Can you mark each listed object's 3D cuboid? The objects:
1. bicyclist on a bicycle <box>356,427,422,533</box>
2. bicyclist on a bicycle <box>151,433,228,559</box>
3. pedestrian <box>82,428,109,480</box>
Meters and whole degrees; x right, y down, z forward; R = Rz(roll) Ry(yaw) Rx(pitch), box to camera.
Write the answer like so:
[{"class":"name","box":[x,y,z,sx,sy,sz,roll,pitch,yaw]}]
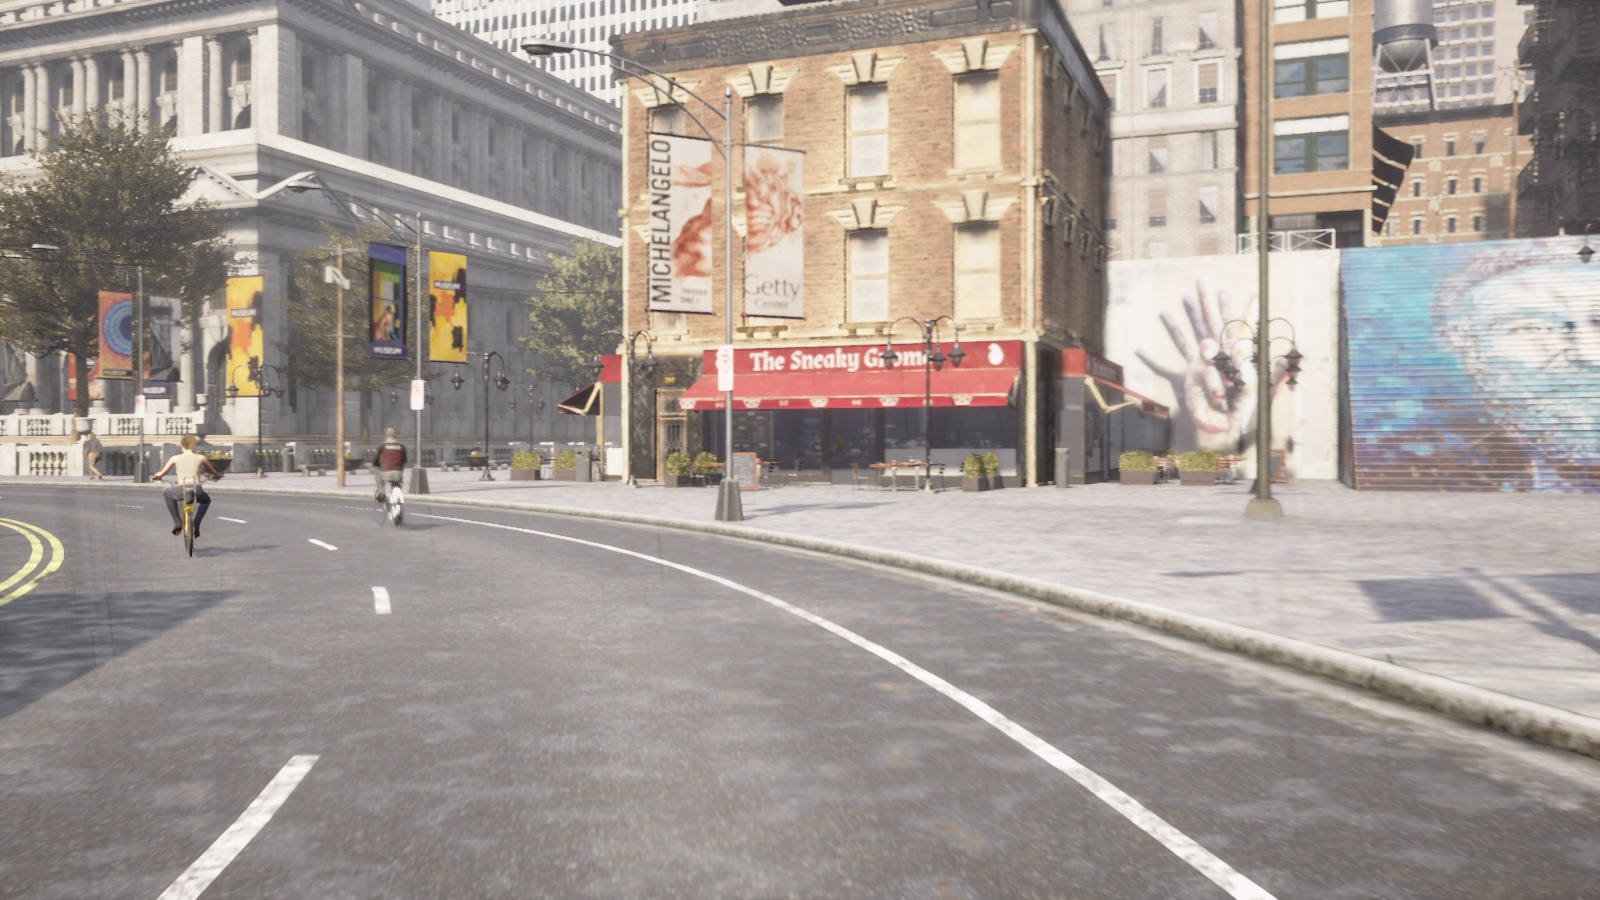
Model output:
[{"class":"bicyclist on a bicycle","box":[-7.230,0.493,22.045,0.659,1.776,1.843,-1,1,-33]},{"class":"bicyclist on a bicycle","box":[-8.312,0.587,17.062,0.866,1.612,1.509,-1,1,-28]},{"class":"pedestrian","box":[-25.492,0.148,45.447,0.694,1.848,0.540,0,0,24]}]
